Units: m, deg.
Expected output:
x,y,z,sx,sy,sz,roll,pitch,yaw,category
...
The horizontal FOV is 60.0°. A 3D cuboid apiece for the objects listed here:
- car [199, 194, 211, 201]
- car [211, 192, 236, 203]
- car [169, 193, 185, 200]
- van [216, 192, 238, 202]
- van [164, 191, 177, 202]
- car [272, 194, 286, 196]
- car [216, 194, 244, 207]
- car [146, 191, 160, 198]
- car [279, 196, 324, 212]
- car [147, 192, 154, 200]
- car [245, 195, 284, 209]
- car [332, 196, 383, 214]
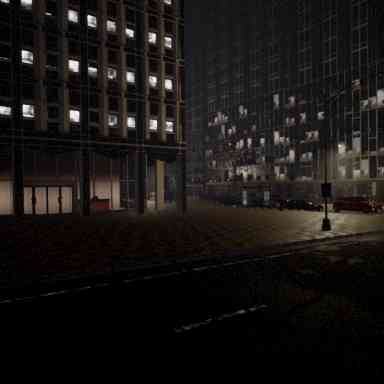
x,y,z,sx,sy,sz,roll,pitch,yaw,category
3.075,1.043,64.465,1.802,1.307,4.206,0,1,-34,car
5.449,1.175,50.776,1.837,1.490,4.892,-1,1,-34,car
-3.358,0.935,73.838,1.802,1.307,4.206,0,1,-34,car
6.290,0.855,59.776,1.690,1.788,3.998,0,1,-34,van
-3.835,0.937,59.722,1.690,1.788,3.998,0,1,-34,van
11.304,1.117,42.225,2.097,1.767,4.553,-1,1,-34,car
5.768,1.319,45.637,1.947,1.339,4.313,0,1,-34,car
-9.790,0.685,83.208,1.967,1.590,4.097,0,1,-34,car
12.138,1.423,36.220,1.947,1.339,4.313,0,1,-34,car
-10.268,1.039,69.097,2.008,1.369,4.403,0,1,-34,car
8.936,1.387,40.919,1.802,1.307,4.206,0,1,-34,car
16.897,1.206,34.073,2.097,1.767,4.553,-1,1,-35,car
